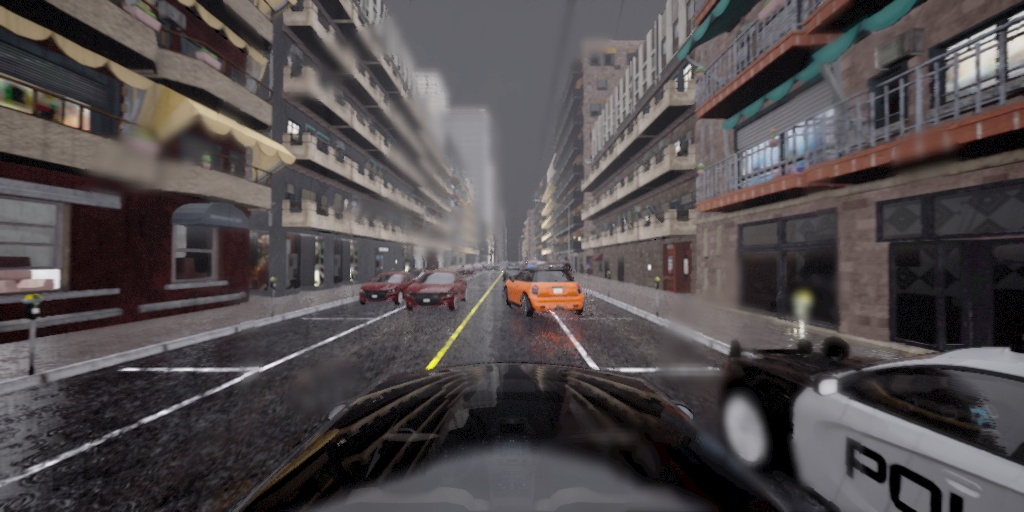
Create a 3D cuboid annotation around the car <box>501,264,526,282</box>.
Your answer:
[{"bbox_3d":[0.156,1.539,33.636,2.128,1.511,4.902,0,0,0],"label":"car"}]

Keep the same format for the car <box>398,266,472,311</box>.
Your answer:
[{"bbox_3d":[-3.074,1.354,15.431,1.882,1.535,5.008,0,-1,0],"label":"car"}]

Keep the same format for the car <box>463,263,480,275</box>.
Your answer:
[{"bbox_3d":[-5.601,1.704,45.425,1.888,1.381,4.507,0,0,0],"label":"car"}]

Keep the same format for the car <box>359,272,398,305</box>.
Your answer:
[{"bbox_3d":[-5.660,1.436,17.014,1.888,1.381,4.507,0,0,0],"label":"car"}]

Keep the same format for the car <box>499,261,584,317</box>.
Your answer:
[{"bbox_3d":[1.062,1.216,14.124,2.097,1.767,4.553,0,-1,-13],"label":"car"}]

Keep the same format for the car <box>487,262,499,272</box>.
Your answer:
[{"bbox_3d":[-2.884,1.834,58.011,2.033,1.411,5.357,0,-1,0],"label":"car"}]

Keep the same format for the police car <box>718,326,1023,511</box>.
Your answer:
[{"bbox_3d":[3.132,1.177,1.941,1.930,1.638,5.238,0,-1,0],"label":"police car"}]

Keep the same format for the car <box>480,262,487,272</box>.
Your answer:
[{"bbox_3d":[-5.578,1.818,56.790,2.007,1.370,4.403,0,0,0],"label":"car"}]
